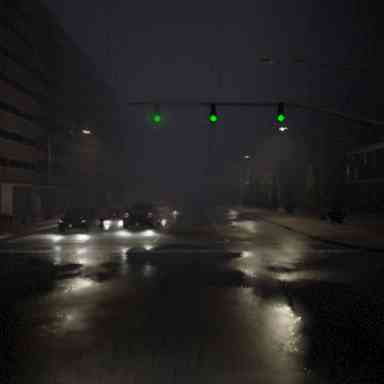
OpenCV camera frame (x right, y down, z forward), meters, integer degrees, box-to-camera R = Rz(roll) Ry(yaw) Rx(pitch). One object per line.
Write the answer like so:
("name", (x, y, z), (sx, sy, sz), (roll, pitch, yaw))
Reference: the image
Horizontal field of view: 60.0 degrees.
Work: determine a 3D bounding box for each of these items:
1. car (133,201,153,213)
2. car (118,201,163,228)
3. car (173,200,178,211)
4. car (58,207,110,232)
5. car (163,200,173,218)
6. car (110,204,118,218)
("car", (-6.576, 1.950, 45.055), (1.812, 1.442, 4.674), (0, 0, 2))
("car", (-3.544, 1.565, 23.927), (2.097, 1.767, 4.553), (0, -1, 1))
("car", (-3.011, 1.920, 47.302), (1.882, 1.535, 5.008), (0, 0, 2))
("car", (-7.069, 1.720, 21.736), (1.812, 1.442, 4.674), (0, -1, 1))
("car", (-3.358, 1.789, 33.924), (1.882, 1.535, 5.008), (0, -1, 2))
("car", (-6.915, 1.857, 31.758), (1.994, 1.385, 4.181), (0, -1, 1))
